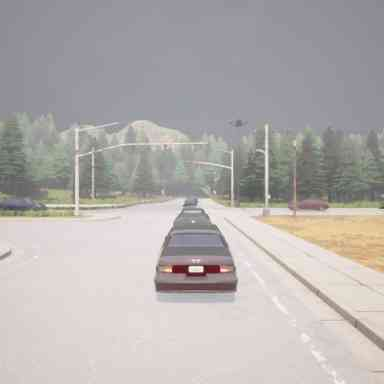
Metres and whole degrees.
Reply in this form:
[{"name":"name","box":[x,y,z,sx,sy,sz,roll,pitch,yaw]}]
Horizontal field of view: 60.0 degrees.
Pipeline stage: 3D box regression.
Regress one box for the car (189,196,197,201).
[{"name":"car","box":[0.285,1.597,84.581,1.895,1.301,4.718,0,0,2]}]

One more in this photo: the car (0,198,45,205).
[{"name":"car","box":[-18.086,1.397,35.750,4.553,1.767,2.097,0,0,1]}]

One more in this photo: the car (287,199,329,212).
[{"name":"car","box":[13.579,1.542,38.899,4.674,1.442,1.812,0,0,1]}]

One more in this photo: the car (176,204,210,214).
[{"name":"car","box":[0.044,1.562,18.212,1.994,1.385,4.181,0,0,1]}]

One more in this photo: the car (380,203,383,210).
[{"name":"car","box":[24.525,1.497,38.710,4.902,1.511,2.128,0,0,1]}]

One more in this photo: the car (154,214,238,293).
[{"name":"car","box":[0.077,1.549,8.987,2.033,1.411,5.357,0,0,0]}]

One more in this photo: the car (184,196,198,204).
[{"name":"car","box":[-0.164,1.549,51.471,2.033,1.411,5.357,0,0,5]}]
